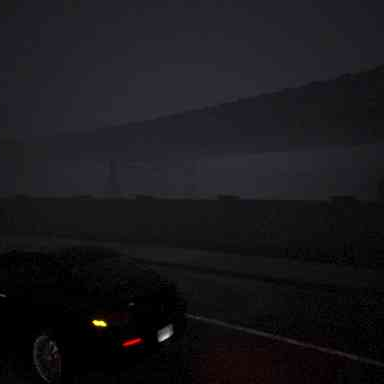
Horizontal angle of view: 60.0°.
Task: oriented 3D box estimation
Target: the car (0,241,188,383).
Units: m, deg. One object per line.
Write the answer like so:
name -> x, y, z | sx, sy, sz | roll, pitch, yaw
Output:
car -> -2.246, 1.529, 5.239 | 4.674, 1.442, 1.812 | 0, 0, 33
